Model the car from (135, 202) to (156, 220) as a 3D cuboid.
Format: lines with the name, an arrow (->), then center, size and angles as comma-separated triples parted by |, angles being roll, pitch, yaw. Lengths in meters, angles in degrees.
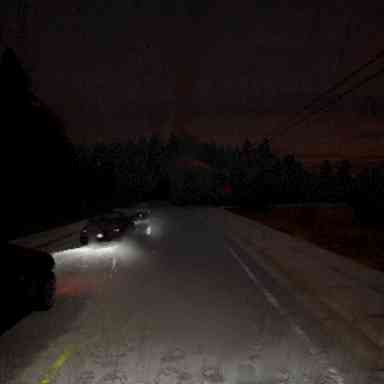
car -> -4.315, 1.673, 29.814 | 1.812, 1.442, 4.674 | -1, 0, -1

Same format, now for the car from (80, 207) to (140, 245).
car -> -3.968, 1.680, 16.176 | 1.994, 1.385, 4.181 | -1, 0, -1

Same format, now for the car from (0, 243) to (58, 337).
car -> -3.655, 1.617, 5.242 | 1.812, 1.442, 4.674 | -1, 0, -2
